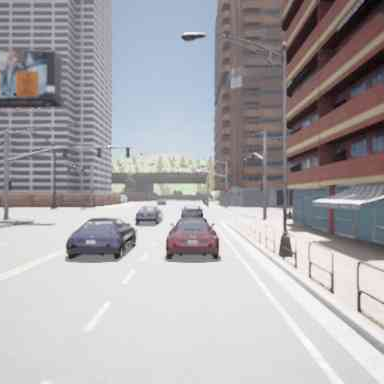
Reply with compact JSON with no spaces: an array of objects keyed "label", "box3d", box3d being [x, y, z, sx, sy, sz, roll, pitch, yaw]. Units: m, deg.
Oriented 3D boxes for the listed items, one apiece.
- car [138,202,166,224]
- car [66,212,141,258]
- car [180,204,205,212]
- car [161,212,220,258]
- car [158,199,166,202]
[{"label":"car","box3d":[-3.482,1.846,27.506,2.033,1.411,5.357,0,-1,0]},{"label":"car","box3d":[-3.476,1.711,13.427,1.994,1.385,4.181,0,-1,0]},{"label":"car","box3d":[0.028,1.801,28.487,2.128,1.511,4.902,0,0,0]},{"label":"car","box3d":[0.023,1.711,13.421,1.994,1.385,4.181,0,-1,0]},{"label":"car","box3d":[-6.977,2.349,76.366,1.812,1.442,4.674,0,-1,0]}]
